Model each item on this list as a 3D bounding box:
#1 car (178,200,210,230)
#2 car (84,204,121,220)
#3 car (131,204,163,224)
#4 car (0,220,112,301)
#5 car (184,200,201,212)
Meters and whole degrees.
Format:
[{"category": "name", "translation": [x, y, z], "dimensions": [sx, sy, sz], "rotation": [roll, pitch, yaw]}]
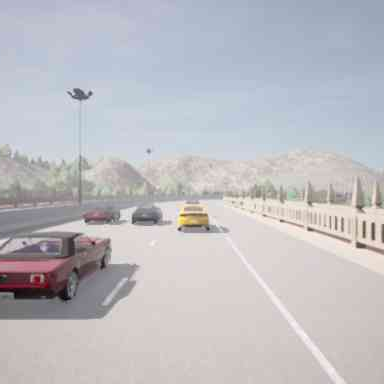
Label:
[{"category": "car", "translation": [0.098, 1.531, 21.434], "dimensions": [1.882, 1.535, 5.008], "rotation": [0, 0, 0]}, {"category": "car", "translation": [-6.903, 1.630, 26.014], "dimensions": [1.994, 1.385, 4.181], "rotation": [0, 0, 0]}, {"category": "car", "translation": [-3.402, 1.628, 25.659], "dimensions": [1.994, 1.385, 4.181], "rotation": [0, 0, 0]}, {"category": "car", "translation": [-3.400, 1.622, 8.302], "dimensions": [1.895, 1.301, 4.718], "rotation": [0, 0, 0]}, {"category": "car", "translation": [0.096, 1.667, 41.222], "dimensions": [1.994, 1.385, 4.181], "rotation": [0, 0, 0]}]
